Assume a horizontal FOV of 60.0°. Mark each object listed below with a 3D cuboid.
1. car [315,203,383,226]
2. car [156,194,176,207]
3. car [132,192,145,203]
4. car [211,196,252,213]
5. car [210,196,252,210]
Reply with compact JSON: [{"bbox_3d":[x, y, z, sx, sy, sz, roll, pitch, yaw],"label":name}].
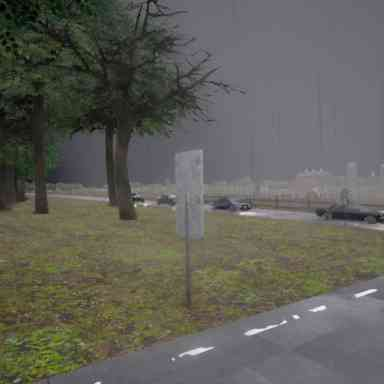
[{"bbox_3d":[10.805,1.422,22.251,1.895,1.301,4.718,-1,2,-36],"label":"car"},{"bbox_3d":[-2.702,0.980,40.993,1.812,1.442,4.674,-1,1,-36],"label":"car"},{"bbox_3d":[-8.788,0.792,49.471,1.882,1.535,5.008,-1,1,-35],"label":"car"},{"bbox_3d":[3.728,1.184,32.065,1.994,1.385,4.181,-1,1,-35],"label":"car"},{"bbox_3d":[4.193,1.124,36.442,1.895,1.301,4.718,-1,2,-36],"label":"car"}]
